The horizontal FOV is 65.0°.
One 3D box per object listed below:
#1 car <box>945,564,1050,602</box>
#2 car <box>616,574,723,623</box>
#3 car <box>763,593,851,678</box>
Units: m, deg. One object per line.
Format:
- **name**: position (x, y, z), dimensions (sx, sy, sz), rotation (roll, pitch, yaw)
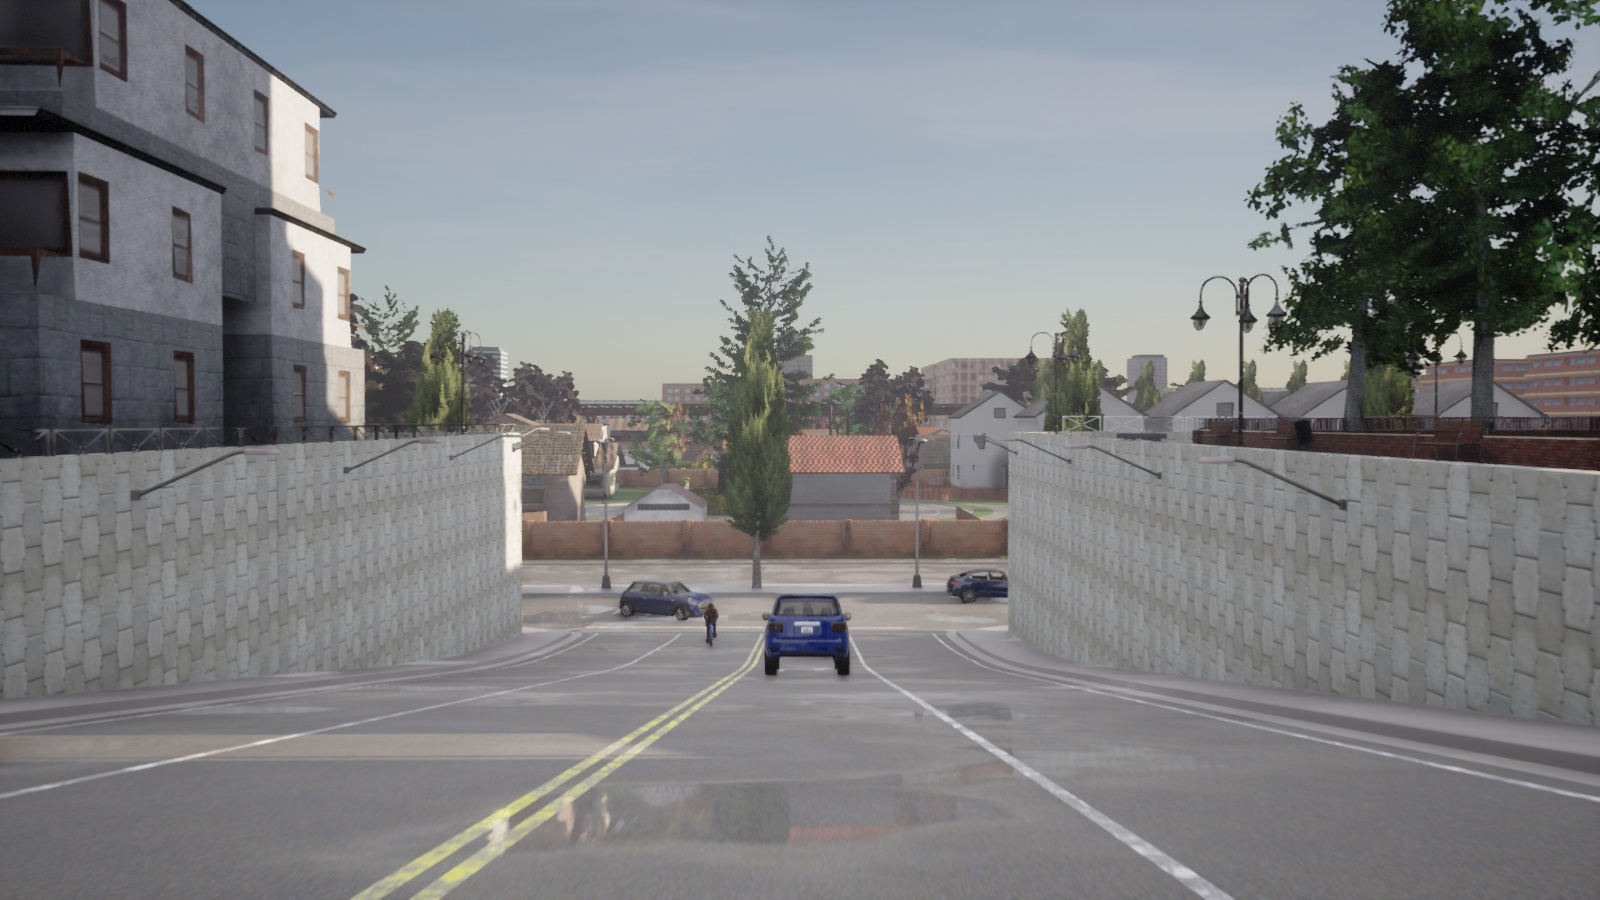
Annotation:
- **car**: position (10.092, 6.798, 64.346), dimensions (5.027, 1.651, 2.152), rotation (0, 1, -1)
- **car**: position (-6.054, 6.861, 58.261), dimensions (4.553, 1.767, 2.097), rotation (0, 0, 29)
- **car**: position (0.181, 4.901, 33.359), dimensions (2.150, 2.045, 5.566), rotation (0, -8, 0)
